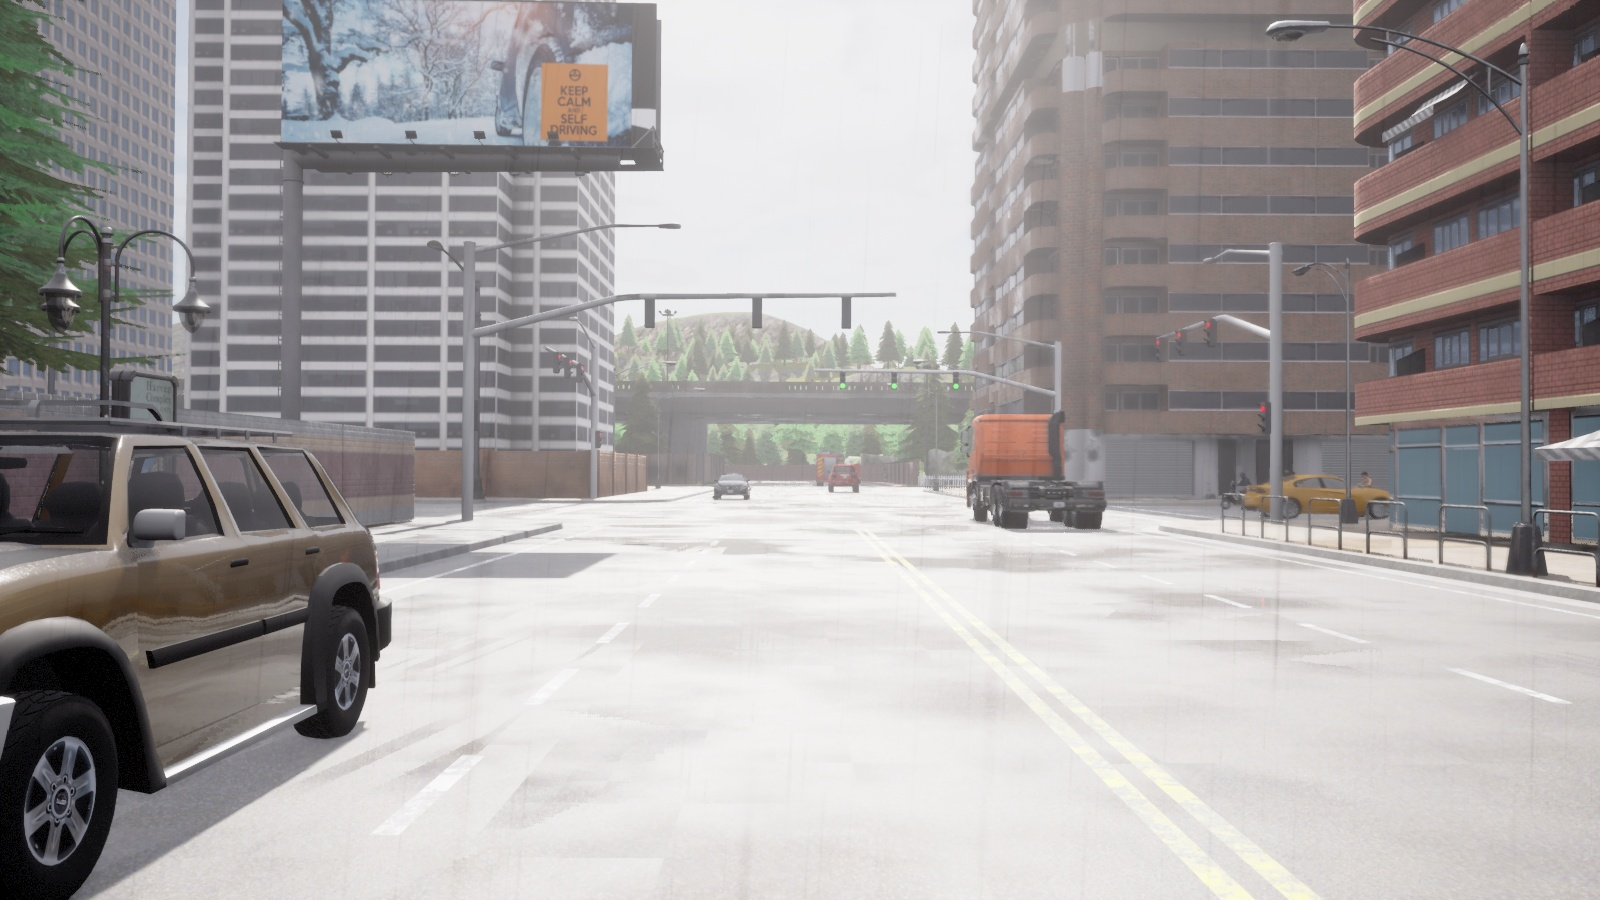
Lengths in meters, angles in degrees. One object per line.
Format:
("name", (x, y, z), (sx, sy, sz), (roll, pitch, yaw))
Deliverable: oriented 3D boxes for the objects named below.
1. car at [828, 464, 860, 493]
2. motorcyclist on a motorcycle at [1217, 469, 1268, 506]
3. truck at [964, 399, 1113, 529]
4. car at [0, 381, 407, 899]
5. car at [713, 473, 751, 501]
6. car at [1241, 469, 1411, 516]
("car", (3.234, 2.081, 93.165), (2.150, 2.045, 5.566), (0, -1, 0))
("motorcyclist on a motorcycle", (18.769, 1.585, 53.265), (1.817, 1.590, 0.866), (0, -1, 0))
("truck", (6.889, 0.433, 37.471), (2.891, 3.462, 7.936), (0, -1, 0))
("car", (-3.520, 0.744, 5.891), (1.932, 1.855, 4.605), (0, -1, 0))
("car", (-3.696, 2.011, 68.991), (1.812, 1.442, 4.674), (0, -1, 0))
("car", (17.854, 1.437, 42.769), (5.008, 1.535, 1.882), (0, -1, 0))
